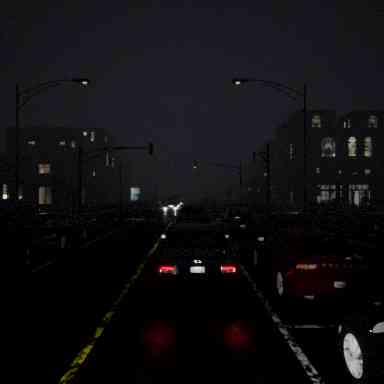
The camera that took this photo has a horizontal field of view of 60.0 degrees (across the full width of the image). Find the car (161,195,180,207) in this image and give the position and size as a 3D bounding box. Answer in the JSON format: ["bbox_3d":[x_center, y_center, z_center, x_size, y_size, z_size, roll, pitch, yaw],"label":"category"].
[{"bbox_3d":[-3.179,1.532,51.070,1.812,1.442,4.674,0,0,1],"label":"car"}]

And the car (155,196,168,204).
[{"bbox_3d":[-5.774,1.559,63.072,2.008,1.369,4.403,0,0,0],"label":"car"}]

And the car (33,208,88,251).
[{"bbox_3d":[-5.706,1.552,13.951,2.008,1.369,4.403,0,0,0],"label":"car"}]

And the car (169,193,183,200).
[{"bbox_3d":[-3.151,1.500,61.422,2.128,1.511,4.902,0,0,0],"label":"car"}]

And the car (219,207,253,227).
[{"bbox_3d":[2.667,1.553,19.637,2.008,1.369,4.403,0,0,0],"label":"car"}]

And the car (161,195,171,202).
[{"bbox_3d":[-5.788,1.452,74.116,1.967,1.590,4.097,0,0,0],"label":"car"}]

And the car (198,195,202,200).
[{"bbox_3d":[2.607,1.590,63.069,1.802,1.307,4.206,0,0,0],"label":"car"}]

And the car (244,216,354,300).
[{"bbox_3d":[2.682,1.546,8.253,1.887,1.381,4.507,0,0,0],"label":"car"}]

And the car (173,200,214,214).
[{"bbox_3d":[0.072,1.480,19.773,1.882,1.535,5.008,0,0,0],"label":"car"}]

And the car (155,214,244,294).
[{"bbox_3d":[0.092,1.548,8.934,2.033,1.411,5.357,0,0,0],"label":"car"}]

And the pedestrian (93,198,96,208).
[{"bbox_3d":[-12.612,1.415,43.151,0.375,1.300,0.375,0,-1,1],"label":"pedestrian"}]

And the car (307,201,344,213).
[{"bbox_3d":[14.759,1.653,37.230,4.181,1.385,1.994,0,0,1],"label":"car"}]

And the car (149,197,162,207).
[{"bbox_3d":[-5.758,1.588,52.029,1.802,1.307,4.206,0,0,0],"label":"car"}]

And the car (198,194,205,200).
[{"bbox_3d":[2.570,1.458,90.680,1.967,1.590,4.097,0,0,0],"label":"car"}]

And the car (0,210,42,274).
[{"bbox_3d":[-5.698,1.441,8.258,1.967,1.590,4.097,0,0,0],"label":"car"}]

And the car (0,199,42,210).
[{"bbox_3d":[-18.419,1.468,34.497,5.357,1.411,2.033,0,0,1],"label":"car"}]

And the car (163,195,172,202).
[{"bbox_3d":[-5.796,1.539,79.469,1.752,1.417,4.829,0,0,0],"label":"car"}]

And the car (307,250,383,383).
[{"bbox_3d":[2.690,1.551,2.561,2.008,1.369,4.403,0,0,0],"label":"car"}]

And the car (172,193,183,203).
[{"bbox_3d":[-3.100,1.236,72.077,2.150,2.045,5.566,0,0,0],"label":"car"}]

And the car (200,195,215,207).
[{"bbox_3d":[2.622,1.572,52.027,1.947,1.339,4.313,0,0,0],"label":"car"}]
